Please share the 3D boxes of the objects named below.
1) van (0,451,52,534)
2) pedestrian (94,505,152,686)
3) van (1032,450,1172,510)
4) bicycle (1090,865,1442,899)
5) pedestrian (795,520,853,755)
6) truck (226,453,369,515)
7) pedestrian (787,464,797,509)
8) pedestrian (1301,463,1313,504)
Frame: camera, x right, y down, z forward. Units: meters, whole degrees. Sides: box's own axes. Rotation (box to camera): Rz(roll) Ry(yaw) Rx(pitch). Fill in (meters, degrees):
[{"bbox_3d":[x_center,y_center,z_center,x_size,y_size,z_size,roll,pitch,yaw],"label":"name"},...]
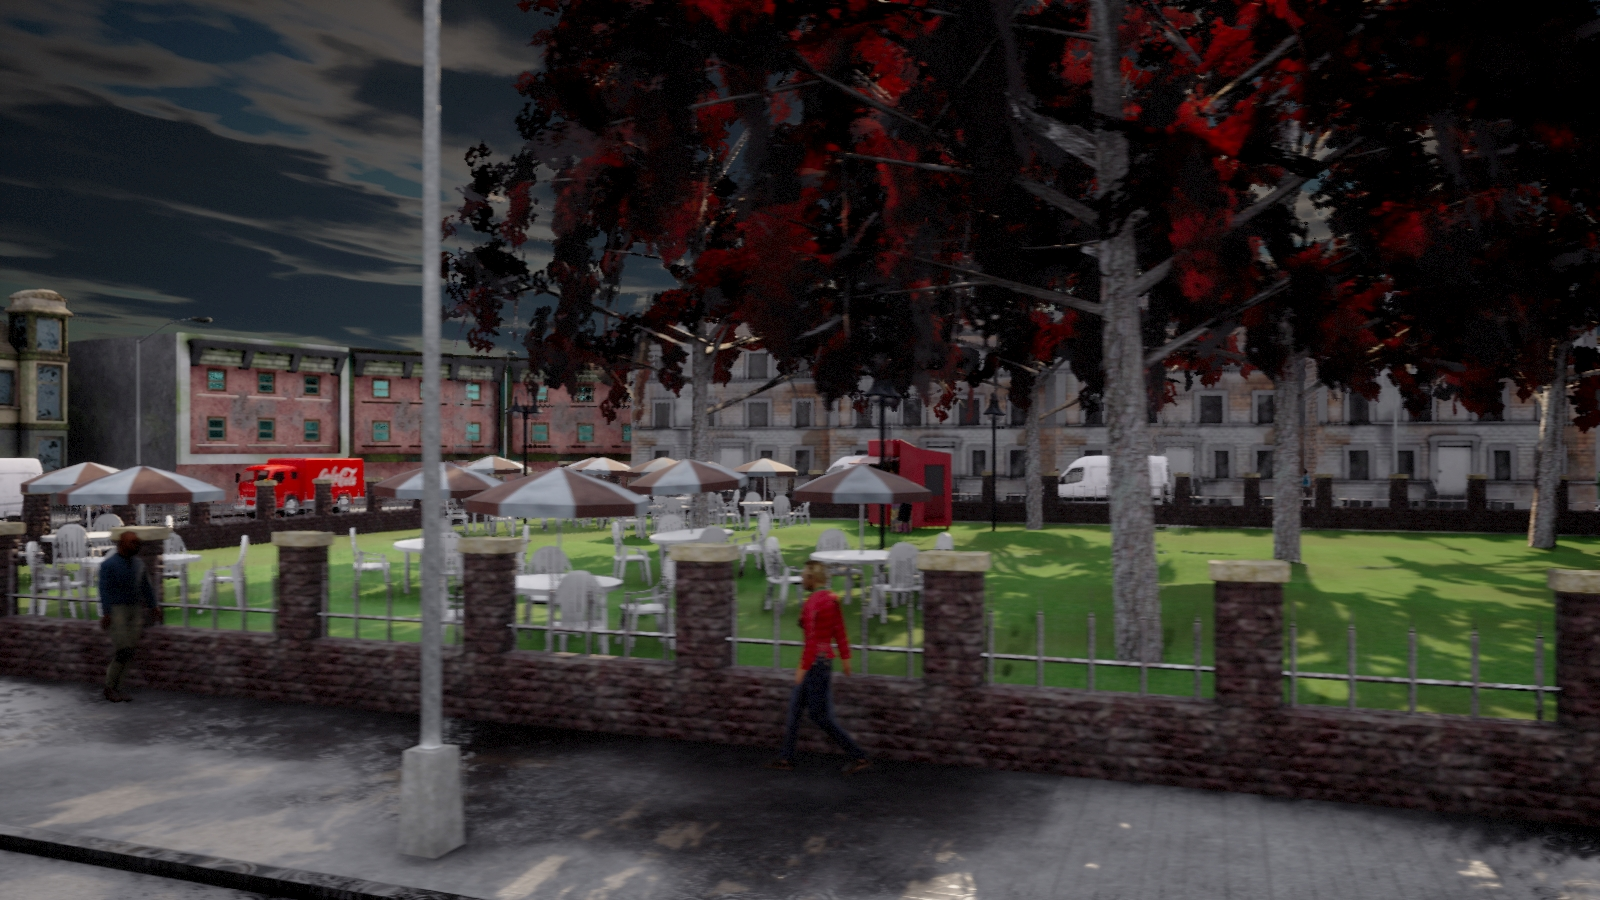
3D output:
[{"bbox_3d":[-26.061,1.315,34.395,1.988,2.561,5.915,0,0,20],"label":"van"},{"bbox_3d":[-7.174,1.525,12.114,0.375,1.860,0.375,0,0,20],"label":"pedestrian"},{"bbox_3d":[13.543,1.315,51.317,5.915,2.561,1.988,0,0,20],"label":"van"},{"bbox_3d":[1.652,1.936,3.132,1.643,1.296,0.373,0,0,18],"label":"bicycle"},{"bbox_3d":[0.203,1.526,9.448,0.375,1.860,0.375,0,0,20],"label":"pedestrian"},{"bbox_3d":[-21.067,1.349,48.168,2.627,2.467,5.204,0,0,21],"label":"truck"},{"bbox_3d":[-0.332,1.526,48.028,0.375,1.860,0.375,0,0,6],"label":"pedestrian"},{"bbox_3d":[22.932,1.510,51.669,0.375,1.860,0.375,0,0,-25],"label":"pedestrian"}]
